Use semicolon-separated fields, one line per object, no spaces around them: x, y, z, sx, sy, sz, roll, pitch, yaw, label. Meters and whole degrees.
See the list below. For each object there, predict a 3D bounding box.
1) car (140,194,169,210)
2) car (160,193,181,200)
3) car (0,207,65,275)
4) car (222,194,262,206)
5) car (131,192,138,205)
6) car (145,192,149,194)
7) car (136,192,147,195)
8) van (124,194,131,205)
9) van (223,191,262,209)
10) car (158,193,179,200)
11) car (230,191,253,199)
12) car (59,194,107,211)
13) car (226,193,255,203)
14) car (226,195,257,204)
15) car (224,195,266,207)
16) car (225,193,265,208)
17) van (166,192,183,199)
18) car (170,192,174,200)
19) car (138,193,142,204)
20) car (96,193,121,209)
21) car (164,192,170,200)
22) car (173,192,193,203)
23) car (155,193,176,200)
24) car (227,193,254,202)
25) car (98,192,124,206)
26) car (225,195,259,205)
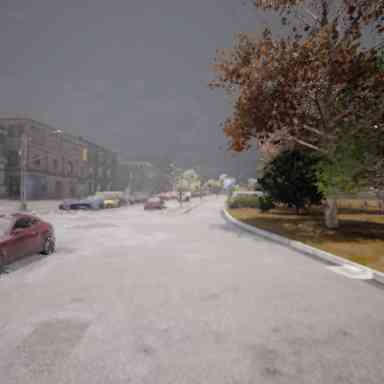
-4.164;1.303;37.532;1.812;1.442;4.674;0;1;5;car
-5.690;1.169;87.730;5.366;1.575;1.946;-1;0;-10;car
-5.590;1.369;9.616;1.812;1.442;4.674;1;1;1;car
7.255;1.173;48.635;5.366;1.575;1.946;1;0;-14;car
-10.949;1.222;48.890;4.892;1.521;2.231;-1;0;-15;car
-9.581;1.246;60.893;4.674;1.452;2.002;-1;0;-13;car
-10.301;1.254;54.899;4.674;1.452;2.002;-1;0;-14;car
-11.130;0.997;45.916;4.442;1.987;1.878;-1;0;-15;van
6.494;0.967;39.807;4.442;1.987;1.878;1;0;-15;van
-6.031;1.174;84.801;5.008;1.535;2.097;-1;0;-11;car
13.353;0.845;89.755;5.566;2.045;2.435;0;0;-10;car
-12.190;1.271;36.914;4.792;1.488;2.163;-1;0;-16;car
8.386;1.035;57.509;4.553;1.767;2.185;1;0;-13;car
8.066;1.207;54.574;4.674;1.452;2.002;1;0;-13;car
7.318;1.182;45.784;5.366;1.575;1.946;1;0;-14;car
6.830;1.062;42.782;4.553;1.767;2.185;1;0;-15;car
-4.876;0.936;90.761;4.442;1.987;1.878;-1;0;-10;van
-6.988;1.056;78.838;4.553;1.767;2.185;-1;0;-11;car
-10.624;1.257;51.891;4.674;1.452;2.002;-1;0;-14;car
-11.593;1.225;39.916;5.366;1.575;1.946;-1;0;-16;car
-7.935;1.190;72.866;5.008;1.535;2.097;-1;0;-12;car
-1.606;1.201;61.996;2.128;1.511;4.902;0;0;7;car
-6.511;1.179;81.820;4.892;1.521;2.231;-1;0;-11;car
9.192;1.024;63.392;4.553;1.767;2.185;1;0;-12;car
-11.547;1.103;42.869;4.553;1.767;2.185;-1;0;-15;car
7.740;1.212;51.631;4.674;1.452;2.002;1;0;-14;car
